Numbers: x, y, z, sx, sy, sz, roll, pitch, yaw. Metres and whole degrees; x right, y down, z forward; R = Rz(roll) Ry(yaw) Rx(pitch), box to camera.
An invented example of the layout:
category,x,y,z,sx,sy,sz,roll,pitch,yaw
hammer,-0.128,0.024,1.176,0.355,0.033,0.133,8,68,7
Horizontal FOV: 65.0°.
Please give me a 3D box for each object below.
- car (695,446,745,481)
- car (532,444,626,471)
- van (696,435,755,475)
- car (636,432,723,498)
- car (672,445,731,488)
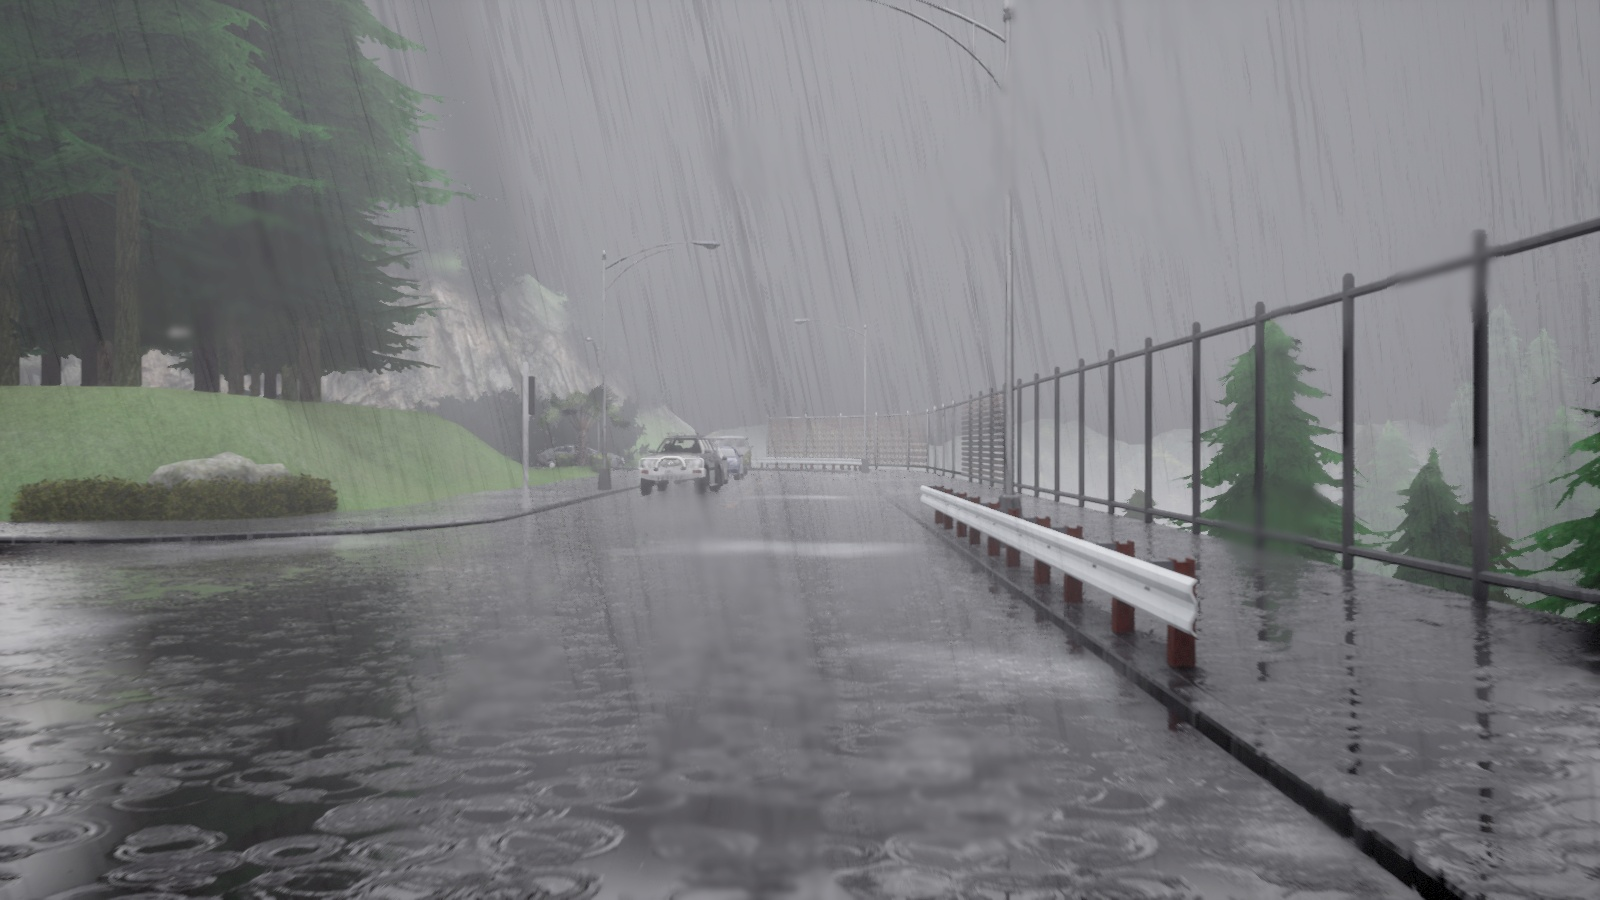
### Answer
category,x,y,z,sx,sy,sz,roll,pitch,yaw
car,-3.453,0.552,54.874,1.812,1.442,4.674,0,0,1
car,-12.349,0.413,70.481,4.902,1.511,2.128,0,0,1
van,-3.882,0.241,64.449,1.775,1.987,4.442,0,0,-21
car,-3.541,0.411,37.771,1.932,1.855,4.605,0,0,3
car,-3.559,0.575,46.007,1.845,1.501,3.633,0,0,0
